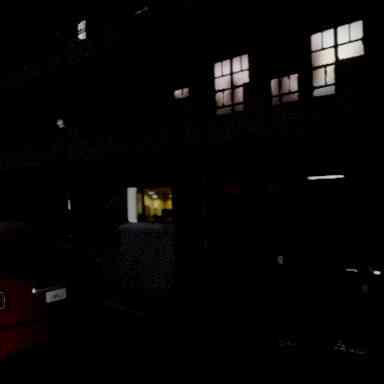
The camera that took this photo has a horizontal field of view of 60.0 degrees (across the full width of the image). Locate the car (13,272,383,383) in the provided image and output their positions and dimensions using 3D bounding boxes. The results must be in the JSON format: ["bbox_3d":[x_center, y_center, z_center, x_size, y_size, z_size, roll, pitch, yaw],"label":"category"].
[{"bbox_3d":[0.896,1.550,2.254,4.507,1.381,1.887,-1,-1,36],"label":"car"}]

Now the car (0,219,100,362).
[{"bbox_3d":[-3.612,1.375,5.480,5.009,1.841,2.192,-1,-1,36],"label":"car"}]
